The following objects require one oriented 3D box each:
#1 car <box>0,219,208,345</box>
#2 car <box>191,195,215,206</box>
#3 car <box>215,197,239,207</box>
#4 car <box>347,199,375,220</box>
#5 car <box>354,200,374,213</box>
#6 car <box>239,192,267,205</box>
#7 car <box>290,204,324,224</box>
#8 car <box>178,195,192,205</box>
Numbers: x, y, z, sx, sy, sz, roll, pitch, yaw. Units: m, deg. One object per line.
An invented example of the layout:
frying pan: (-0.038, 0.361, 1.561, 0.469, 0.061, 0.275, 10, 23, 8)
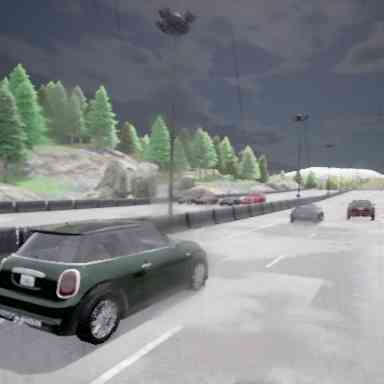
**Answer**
car: (-1.410, 1.349, 6.783, 2.097, 1.767, 4.553, 1, 0, 29)
car: (2.311, 1.290, 50.268, 1.882, 1.535, 5.008, 1, 0, 29)
car: (5.843, 1.383, 49.401, 2.033, 1.411, 5.357, 1, 1, 29)
car: (14.893, 1.421, 29.262, 2.097, 1.767, 4.553, 1, 0, 29)
car: (19.864, 1.615, 38.347, 1.895, 1.301, 4.718, 1, 1, 28)
car: (9.143, 1.083, 48.129, 2.150, 2.045, 5.566, 1, 1, 29)
car: (8.969, 1.618, 25.739, 1.994, 1.385, 4.181, 1, 0, 29)
car: (-0.400, 1.283, 52.585, 1.837, 1.490, 4.892, 1, 0, 29)
